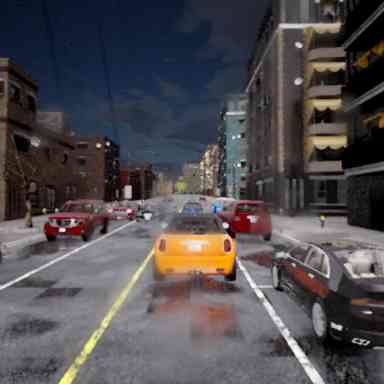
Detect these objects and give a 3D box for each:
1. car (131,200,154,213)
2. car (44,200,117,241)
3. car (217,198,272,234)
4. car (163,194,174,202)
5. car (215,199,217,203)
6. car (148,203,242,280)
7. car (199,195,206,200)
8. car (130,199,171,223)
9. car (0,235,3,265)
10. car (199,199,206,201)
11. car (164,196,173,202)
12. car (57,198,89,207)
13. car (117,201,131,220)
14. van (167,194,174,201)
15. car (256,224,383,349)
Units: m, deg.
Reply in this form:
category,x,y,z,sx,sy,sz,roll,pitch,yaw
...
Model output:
category,x,y,z,sx,sy,sz,roll,pitch,yaw
car,-5.671,1.636,38.698,2.008,1.369,4.403,1,0,0
car,-5.669,1.353,17.070,2.192,1.841,5.009,1,0,0
car,2.711,1.353,17.062,2.192,1.841,5.009,1,0,0
car,-5.743,1.710,76.654,1.887,1.381,4.507,1,0,0
car,2.709,1.490,22.469,1.967,1.590,4.097,1,0,0
car,0.082,1.374,10.154,2.097,1.767,4.553,0,0,0
car,2.717,1.629,88.083,1.967,1.590,4.097,1,0,0
car,-3.093,1.548,25.842,2.128,1.511,4.902,0,0,0
car,-5.670,1.329,6.256,2.192,1.841,5.009,1,0,0
car,0.097,1.610,28.476,2.033,1.411,5.357,0,0,0
car,-5.666,1.722,82.336,1.887,1.381,4.507,1,0,0
car,-19.293,1.730,53.954,4.507,1.381,1.887,0,-1,1
car,-5.670,1.502,27.885,1.967,1.590,4.097,1,0,0
van,-5.661,1.530,88.024,1.690,1.788,3.998,1,0,0
car,2.705,1.565,6.247,2.008,1.369,4.403,1,0,0
